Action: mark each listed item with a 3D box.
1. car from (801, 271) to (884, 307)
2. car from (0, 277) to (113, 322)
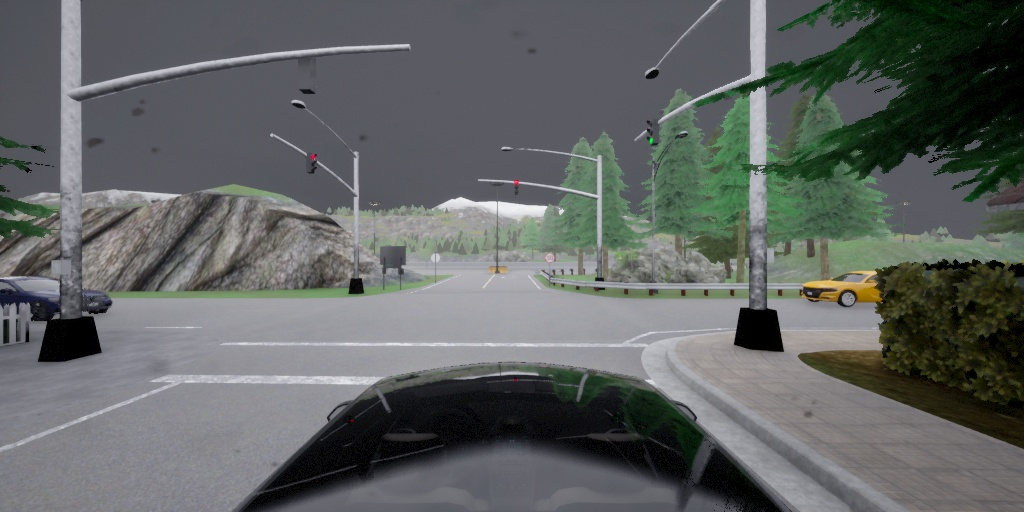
[{"bbox_3d":[15.954,1.419,16.193,5.008,1.535,1.882,0,0,0],"label":"car"},{"bbox_3d":[-17.114,1.467,12.671,4.674,1.442,1.812,0,0,0],"label":"car"}]
